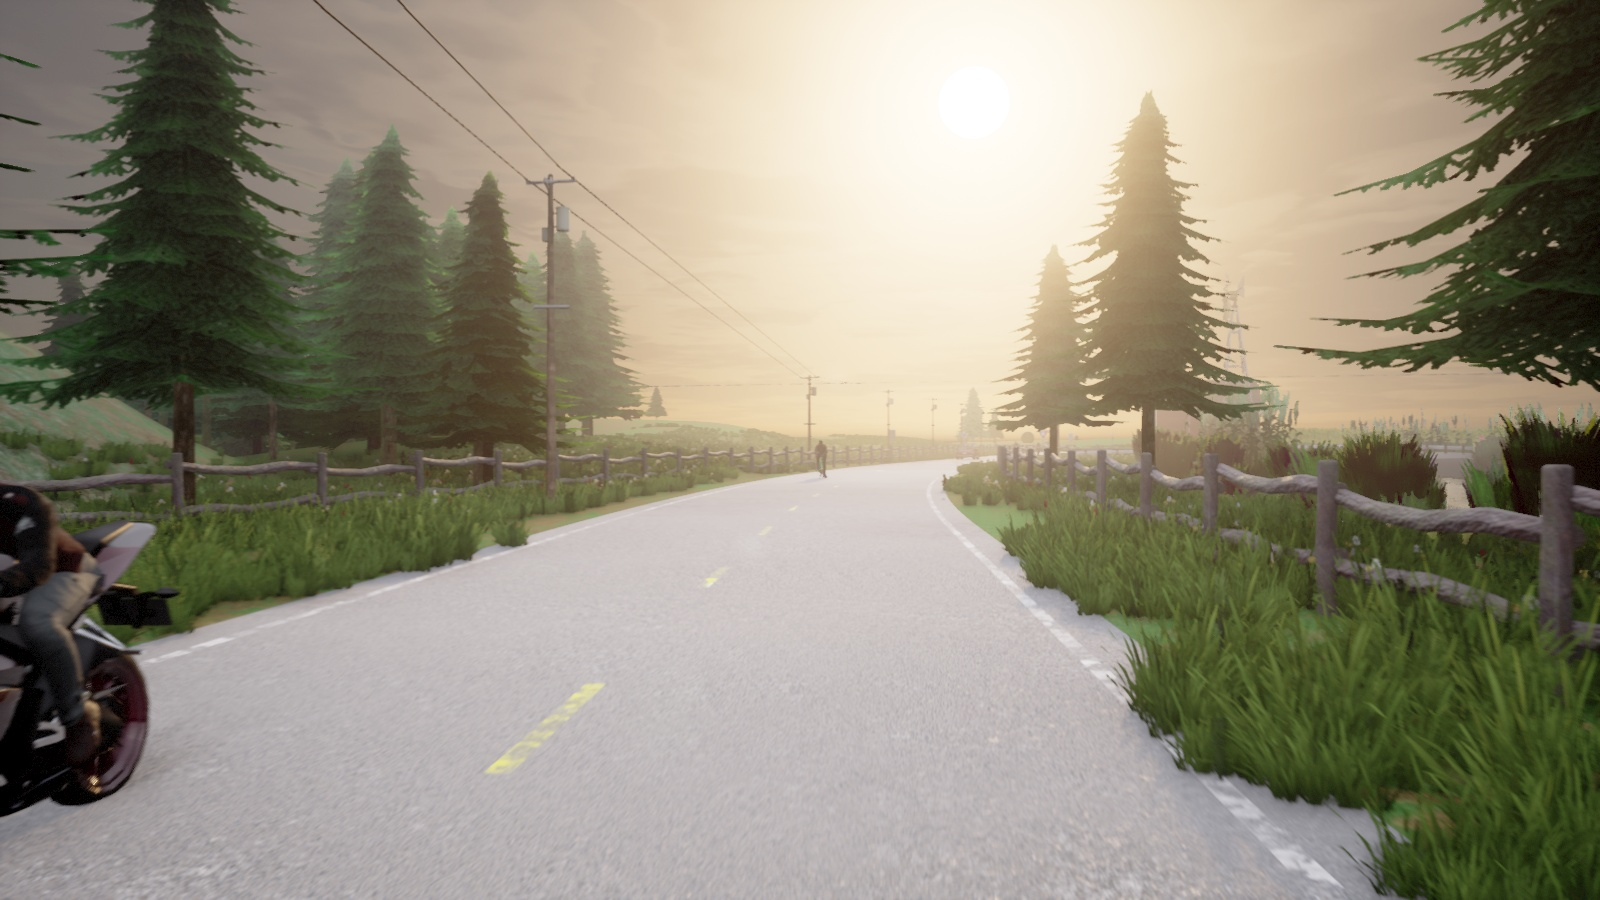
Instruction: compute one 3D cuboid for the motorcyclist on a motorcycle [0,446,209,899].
[{"bbox_3d":[-3.034,0.753,4.344,0.866,1.530,2.191,0,0,3],"label":"motorcyclist on a motorcycle"}]
